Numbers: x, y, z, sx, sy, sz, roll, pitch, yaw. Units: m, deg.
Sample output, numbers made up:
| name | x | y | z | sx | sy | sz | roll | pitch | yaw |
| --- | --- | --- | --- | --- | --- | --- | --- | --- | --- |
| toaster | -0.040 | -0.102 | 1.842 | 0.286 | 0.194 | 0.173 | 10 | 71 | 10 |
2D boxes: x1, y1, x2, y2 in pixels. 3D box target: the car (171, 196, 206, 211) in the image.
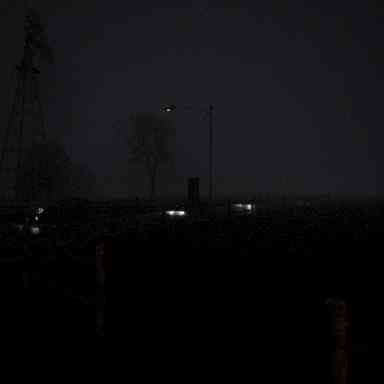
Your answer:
| name | x | y | z | sx | sy | sz | roll | pitch | yaw |
| --- | --- | --- | --- | --- | --- | --- | --- | --- | --- |
| car | -0.301 | 1.132 | 33.591 | 1.994 | 1.385 | 4.181 | 1 | 2 | 35 |

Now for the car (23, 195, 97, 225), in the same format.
| name | x | y | z | sx | sy | sz | roll | pitch | yaw |
| --- | --- | --- | --- | --- | --- | --- | --- | --- | --- |
| car | -8.673 | 1.106 | 22.116 | 2.097 | 1.767 | 4.553 | 1 | 2 | 38 |

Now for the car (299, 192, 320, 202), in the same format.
| name | x | y | z | sx | sy | sz | roll | pitch | yaw |
| --- | --- | --- | --- | --- | --- | --- | --- | --- | --- |
| car | 18.958 | 0.797 | 54.360 | 1.812 | 1.442 | 4.674 | 1 | 2 | 35 |

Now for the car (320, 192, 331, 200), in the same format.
| name | x | y | z | sx | sy | sz | roll | pitch | yaw |
| --- | --- | --- | --- | --- | --- | --- | --- | --- | --- |
| car | 24.756 | 0.707 | 62.544 | 1.994 | 1.385 | 4.181 | 1 | 2 | 36 |

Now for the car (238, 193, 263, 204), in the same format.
| name | x | y | z | sx | sy | sz | roll | pitch | yaw |
| --- | --- | --- | --- | --- | --- | --- | --- | --- | --- |
| car | 8.090 | 0.905 | 45.391 | 1.812 | 1.442 | 4.674 | 1 | 1 | 36 |
